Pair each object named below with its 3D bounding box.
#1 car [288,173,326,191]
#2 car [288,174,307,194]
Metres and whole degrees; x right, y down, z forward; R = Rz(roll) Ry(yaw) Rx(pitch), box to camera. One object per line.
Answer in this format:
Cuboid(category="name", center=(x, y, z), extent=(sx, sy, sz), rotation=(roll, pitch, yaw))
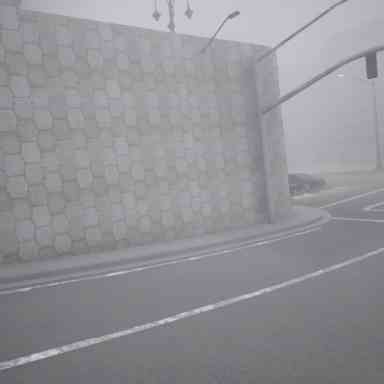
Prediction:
Cuboid(category="car", center=(9.702, -0.952, 30.223), extent=(1.837, 1.490, 4.892), rotation=(-10, 6, -35))
Cuboid(category="car", center=(6.663, -0.399, 28.538), extent=(2.033, 1.411, 5.357), rotation=(-10, 6, -35))
